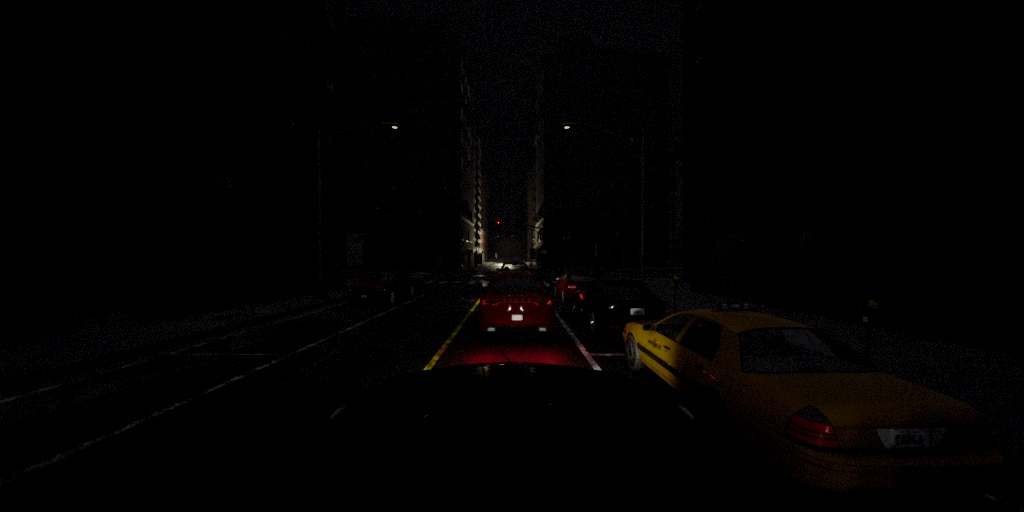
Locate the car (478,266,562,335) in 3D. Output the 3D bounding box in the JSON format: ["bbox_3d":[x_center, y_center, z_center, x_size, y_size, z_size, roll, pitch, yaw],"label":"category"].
[{"bbox_3d":[0.118,1.225,10.488,1.882,1.535,5.008,0,0,0],"label":"car"}]

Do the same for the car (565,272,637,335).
[{"bbox_3d":[2.895,1.313,10.305,1.948,1.339,4.313,0,0,0],"label":"car"}]

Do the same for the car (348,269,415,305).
[{"bbox_3d":[-5.636,1.291,15.911,1.888,1.381,4.507,0,0,0],"label":"car"}]

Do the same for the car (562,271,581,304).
[{"bbox_3d":[2.910,1.327,15.891,1.802,1.307,4.207,0,0,0],"label":"car"}]

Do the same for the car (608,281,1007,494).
[{"bbox_3d":[2.880,1.274,4.889,1.751,1.417,4.829,0,0,0],"label":"car"}]

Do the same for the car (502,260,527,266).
[{"bbox_3d":[0.145,1.096,20.817,2.097,1.767,4.553,0,0,0],"label":"car"}]
